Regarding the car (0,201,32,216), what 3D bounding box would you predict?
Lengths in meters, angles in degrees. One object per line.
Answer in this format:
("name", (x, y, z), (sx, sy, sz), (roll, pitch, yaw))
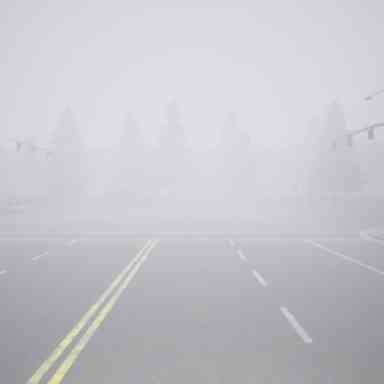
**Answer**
("car", (-17.215, 1.492, 30.159), (4.718, 1.301, 1.895), (0, 0, 3))
